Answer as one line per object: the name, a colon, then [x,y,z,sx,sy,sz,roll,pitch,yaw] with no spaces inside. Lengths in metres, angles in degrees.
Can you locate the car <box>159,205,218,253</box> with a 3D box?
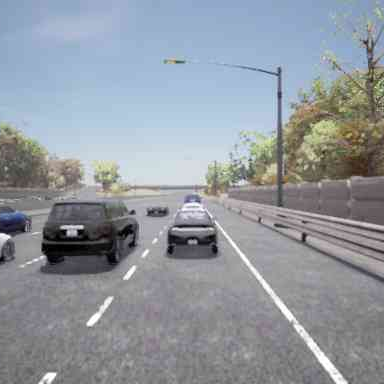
car: [0.028,1.505,13.818,2.128,1.511,4.902,0,0,0]

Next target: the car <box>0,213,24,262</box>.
car: [-6.882,1.560,9.311,1.812,1.442,4.674,0,0,0]

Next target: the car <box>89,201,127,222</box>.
car: [-6.841,1.559,27.642,1.837,1.490,4.892,0,0,0]

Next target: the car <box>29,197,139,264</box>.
car: [-3.378,1.245,12.051,2.150,2.045,5.566,0,0,0]

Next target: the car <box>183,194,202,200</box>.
car: [0.090,1.276,43.114,2.150,2.045,5.566,0,0,0]

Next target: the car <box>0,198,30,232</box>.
car: [-10.364,1.408,17.478,2.097,1.767,4.553,0,0,0]

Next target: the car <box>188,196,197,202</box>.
car: [0.170,1.715,79.710,2.033,1.411,5.357,0,0,0]

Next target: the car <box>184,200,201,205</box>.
car: [0.051,1.551,24.884,1.812,1.442,4.674,0,0,0]

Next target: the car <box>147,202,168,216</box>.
car: [-3.327,1.650,33.562,1.895,1.301,4.718,0,0,0]
